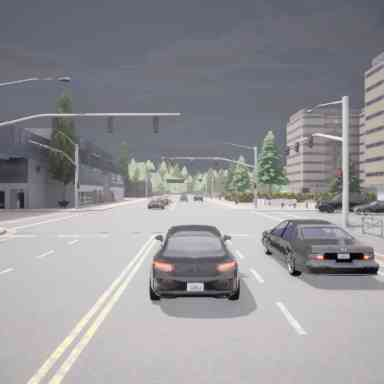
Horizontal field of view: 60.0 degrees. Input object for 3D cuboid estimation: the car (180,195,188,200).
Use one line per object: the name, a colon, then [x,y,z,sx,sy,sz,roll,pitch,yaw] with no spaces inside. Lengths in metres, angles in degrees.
car: [-2.181,1.467,88.779,1.994,1.385,4.181,0,0,-1]

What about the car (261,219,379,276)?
car: [3.534,1.547,10.280,2.033,1.411,5.357,0,0,0]

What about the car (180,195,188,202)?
car: [-1.908,1.533,78.143,2.033,1.411,5.357,0,0,-1]

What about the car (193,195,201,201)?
car: [1.318,1.500,88.851,1.837,1.490,4.892,0,0,-1]

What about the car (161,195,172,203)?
car: [-5.169,1.478,68.511,1.882,1.535,5.008,0,0,-1]

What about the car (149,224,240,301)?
car: [0.037,1.526,8.224,1.812,1.442,4.674,0,0,-1]

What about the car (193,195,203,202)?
car: [1.579,1.478,78.713,1.882,1.535,5.008,0,0,-1]

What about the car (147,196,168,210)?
car: [-4.562,1.564,42.707,1.994,1.385,4.181,0,0,-2]

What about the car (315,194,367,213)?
car: [16.291,1.222,36.005,5.566,2.045,2.150,0,0,-2]

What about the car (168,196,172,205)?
car: [-4.921,1.564,55.869,1.994,1.385,4.181,0,0,-1]

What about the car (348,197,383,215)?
car: [18.226,1.526,32.537,4.674,1.442,1.812,0,0,-2]
